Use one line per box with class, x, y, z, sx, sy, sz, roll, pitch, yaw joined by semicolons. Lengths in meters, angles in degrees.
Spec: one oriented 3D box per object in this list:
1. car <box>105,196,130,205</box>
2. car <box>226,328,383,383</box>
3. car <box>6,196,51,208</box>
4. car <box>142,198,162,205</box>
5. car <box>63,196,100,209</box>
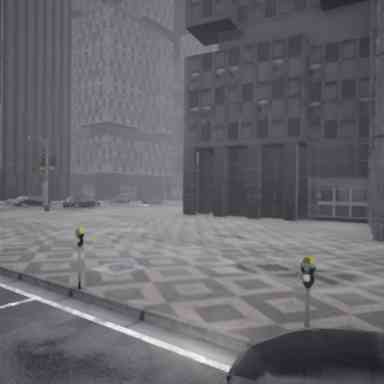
car;-13.465;1.532;60.433;2.128;1.511;4.902;1;-1;36
car;2.359;1.542;1.755;4.674;1.442;1.812;1;1;35
car;-21.276;1.252;44.052;1.837;1.490;4.892;1;0;36
car;-7.570;1.760;63.024;1.994;1.385;4.181;1;-1;36
car;-14.024;1.258;42.657;2.097;1.767;4.553;1;0;36
